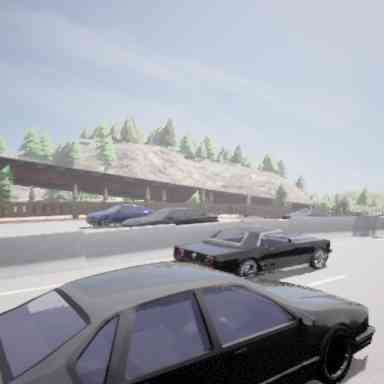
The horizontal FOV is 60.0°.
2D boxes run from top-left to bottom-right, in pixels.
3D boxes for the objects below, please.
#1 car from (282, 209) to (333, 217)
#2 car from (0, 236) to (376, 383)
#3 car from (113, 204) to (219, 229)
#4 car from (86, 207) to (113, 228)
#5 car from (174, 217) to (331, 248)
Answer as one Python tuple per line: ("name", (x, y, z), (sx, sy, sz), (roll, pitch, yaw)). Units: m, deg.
("car", (9.951, 2.135, 28.278), (5.357, 1.411, 2.033), (5, -3, -35))
("car", (-0.157, 1.550, 3.655), (5.357, 1.411, 2.033), (0, 0, -35))
("car", (-0.961, 1.491, 16.202), (5.008, 1.535, 1.882), (0, 0, -35))
("car", (-4.626, 1.543, 22.185), (4.674, 1.442, 1.812), (0, 0, -35))
("car", (1.920, 1.610, 9.421), (4.718, 1.301, 1.895), (0, 0, -35))
